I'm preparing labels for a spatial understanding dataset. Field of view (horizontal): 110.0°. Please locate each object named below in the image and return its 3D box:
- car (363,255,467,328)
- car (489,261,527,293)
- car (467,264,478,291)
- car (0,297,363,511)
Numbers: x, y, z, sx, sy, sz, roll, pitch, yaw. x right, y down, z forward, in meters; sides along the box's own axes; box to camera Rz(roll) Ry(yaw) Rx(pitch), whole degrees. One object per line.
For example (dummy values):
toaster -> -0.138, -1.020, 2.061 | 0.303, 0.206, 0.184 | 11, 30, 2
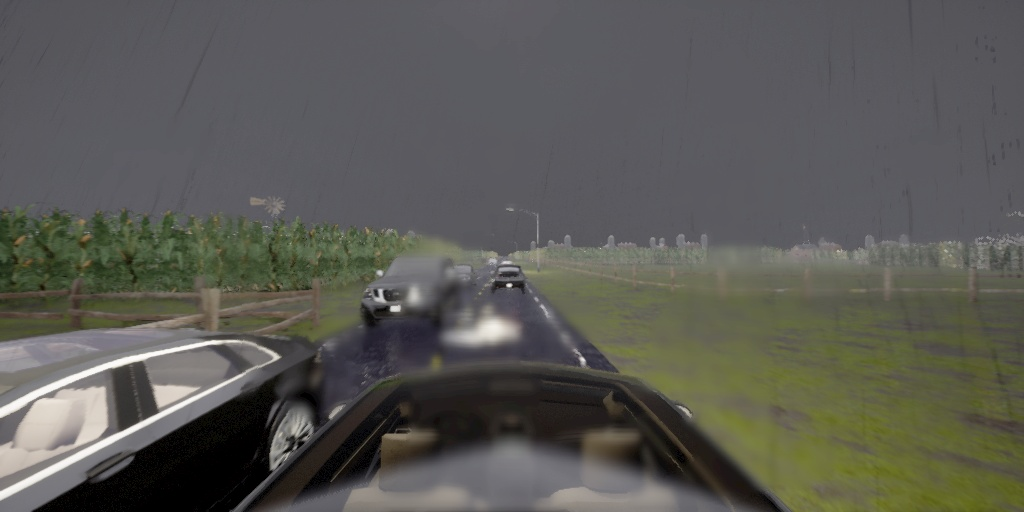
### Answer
car -> -3.001, 0.999, 11.955 | 2.150, 2.045, 5.566 | -1, 0, -1
car -> -0.187, 1.252, 20.737 | 1.837, 1.490, 4.892 | -1, 0, -1
car -> -3.156, 1.280, 22.381 | 1.837, 1.490, 4.892 | -1, 0, -1
car -> -2.820, 1.269, 1.772 | 2.128, 1.511, 4.902 | -1, 0, -1
